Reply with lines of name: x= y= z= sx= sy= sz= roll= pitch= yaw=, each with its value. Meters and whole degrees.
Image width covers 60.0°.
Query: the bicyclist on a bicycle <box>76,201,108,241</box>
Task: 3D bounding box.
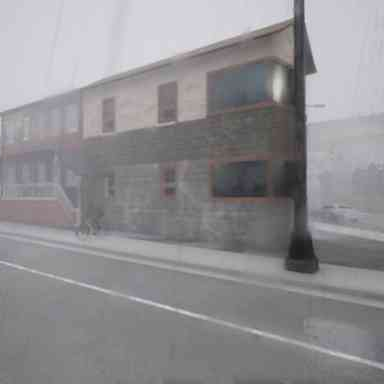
bicyclist on a bicycle: x=-4.140 y=1.187 z=13.923 sx=0.582 sy=1.620 sz=1.656 roll=1 pitch=0 yaw=35

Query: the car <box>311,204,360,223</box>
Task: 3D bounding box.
car: x=11.469 y=1.661 z=26.794 sx=1.812 sy=1.442 sz=4.674 roll=0 pitch=0 yaw=-10
